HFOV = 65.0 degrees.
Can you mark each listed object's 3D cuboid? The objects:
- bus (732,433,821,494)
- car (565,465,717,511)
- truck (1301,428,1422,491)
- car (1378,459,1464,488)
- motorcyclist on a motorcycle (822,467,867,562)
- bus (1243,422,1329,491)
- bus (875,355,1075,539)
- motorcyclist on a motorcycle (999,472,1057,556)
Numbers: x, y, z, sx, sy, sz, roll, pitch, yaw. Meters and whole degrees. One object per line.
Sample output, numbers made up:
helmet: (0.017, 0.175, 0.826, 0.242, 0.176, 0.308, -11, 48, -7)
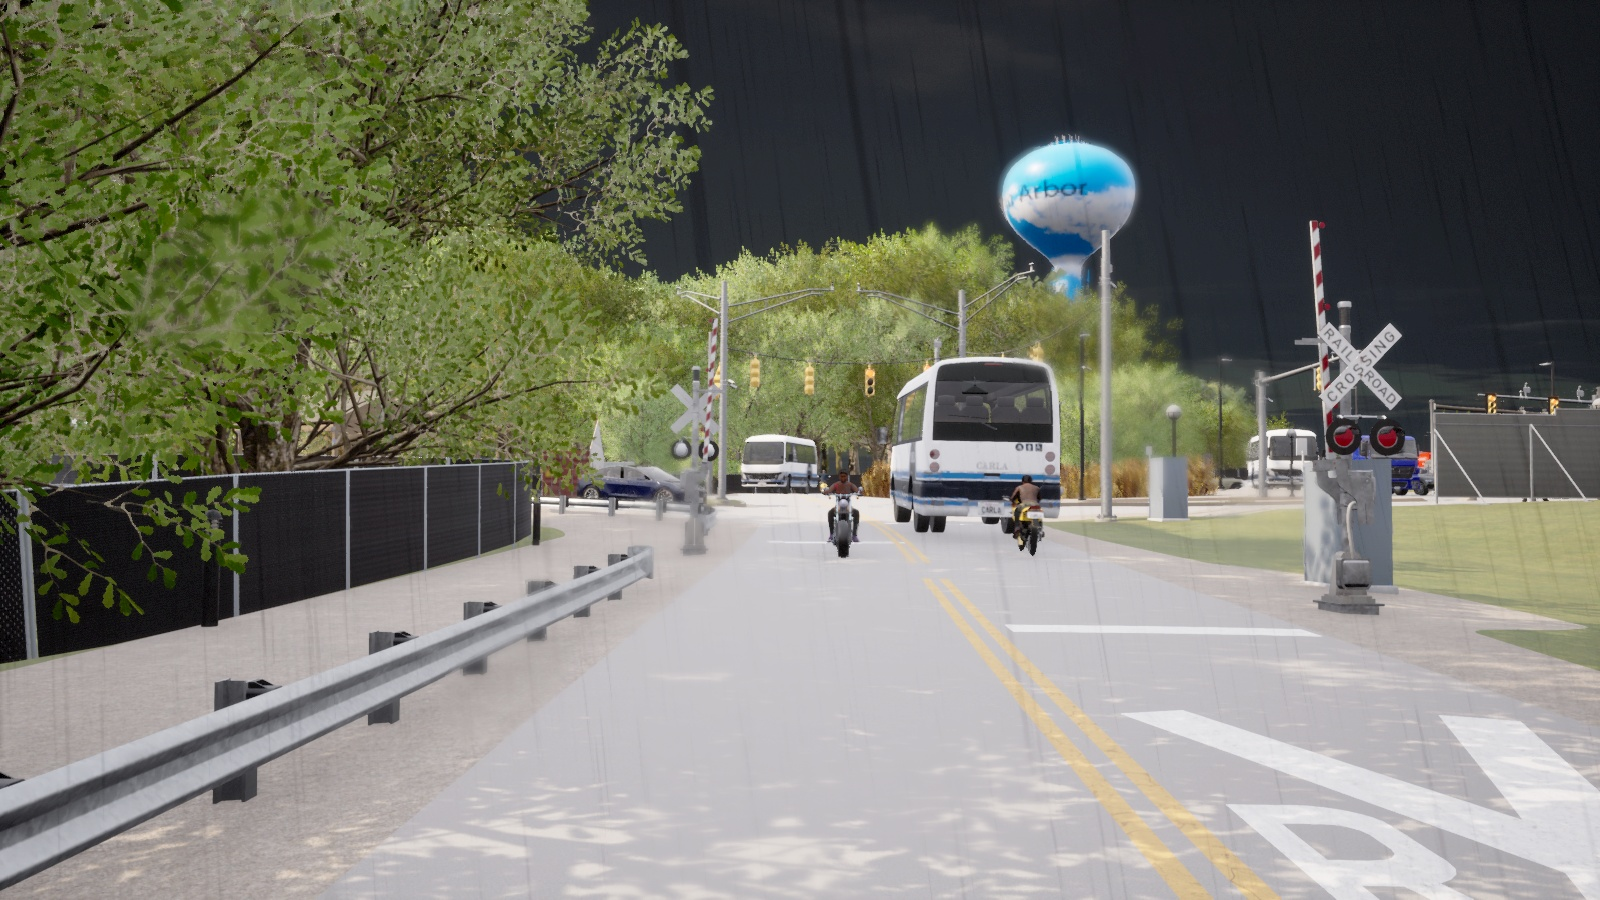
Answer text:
bus: (-1.555, 1.112, 92.133, 3.944, 4.253, 10.273, -1, -2, 14)
car: (-5.469, 1.299, 43.212, 4.792, 1.488, 2.163, 0, -2, 28)
truck: (32.446, 0.593, 72.947, 2.891, 3.462, 7.936, 0, -1, -5)
car: (36.096, 1.367, 73.145, 2.152, 1.651, 5.027, 0, -1, -5)
motorcyclist on a motorcycle: (0.817, 1.148, 23.195, 0.766, 1.649, 2.350, 0, -1, 2)
bus: (33.055, 0.569, 85.934, 3.944, 4.253, 10.273, 0, -3, 12)
bus: (4.383, -0.010, 34.388, 3.944, 4.253, 10.273, 1, -1, 0)
motorcyclist on a motorcycle: (4.343, 1.195, 24.029, 0.797, 1.523, 2.044, 0, -1, 2)
